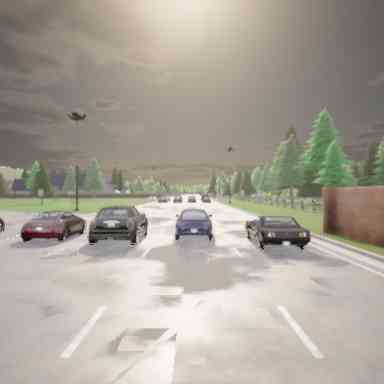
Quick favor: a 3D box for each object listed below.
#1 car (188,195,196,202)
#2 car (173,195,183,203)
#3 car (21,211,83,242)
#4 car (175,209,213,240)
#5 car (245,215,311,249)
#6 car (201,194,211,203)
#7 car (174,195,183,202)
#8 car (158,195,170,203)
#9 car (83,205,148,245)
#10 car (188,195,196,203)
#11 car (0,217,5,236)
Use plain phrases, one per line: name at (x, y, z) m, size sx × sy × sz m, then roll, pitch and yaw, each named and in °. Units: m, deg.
car at (0.000, 1.601, 88.336) m, size 2.097 × 1.767 × 4.553 m, roll 0°, pitch 0°, yaw 0°
car at (-3.500, 1.901, 79.398) m, size 2.128 × 1.511 × 4.902 m, roll 0°, pitch 0°, yaw 0°
car at (-6.902, 1.645, 17.030) m, size 1.994 × 1.385 × 4.181 m, roll 0°, pitch 0°, yaw 0°
car at (0.098, 1.609, 17.473) m, size 1.812 × 1.442 × 4.674 m, roll 0°, pitch 0°, yaw 0°
car at (3.598, 1.672, 14.864) m, size 1.895 × 1.301 × 4.718 m, roll 0°, pitch 0°, yaw 0°
car at (3.500, 1.909, 78.252) m, size 2.033 × 1.411 × 5.357 m, roll 0°, pitch 0°, yaw 0°
car at (-3.500, 1.601, 88.323) m, size 2.097 × 1.767 × 4.553 m, roll 0°, pitch 0°, yaw 0°
car at (-7.000, 1.916, 79.054) m, size 1.994 × 1.385 × 4.181 m, roll 0°, pitch 0°, yaw 0°
car at (-3.404, 1.429, 16.180) m, size 2.097 × 1.767 × 4.553 m, roll 0°, pitch 0°, yaw 0°
car at (0.000, 1.899, 79.405) m, size 1.812 × 1.442 × 4.674 m, roll 0°, pitch 0°, yaw 0°
car at (-10.994, 1.429, 16.148) m, size 2.097 × 1.767 × 4.553 m, roll 0°, pitch 0°, yaw -7°
